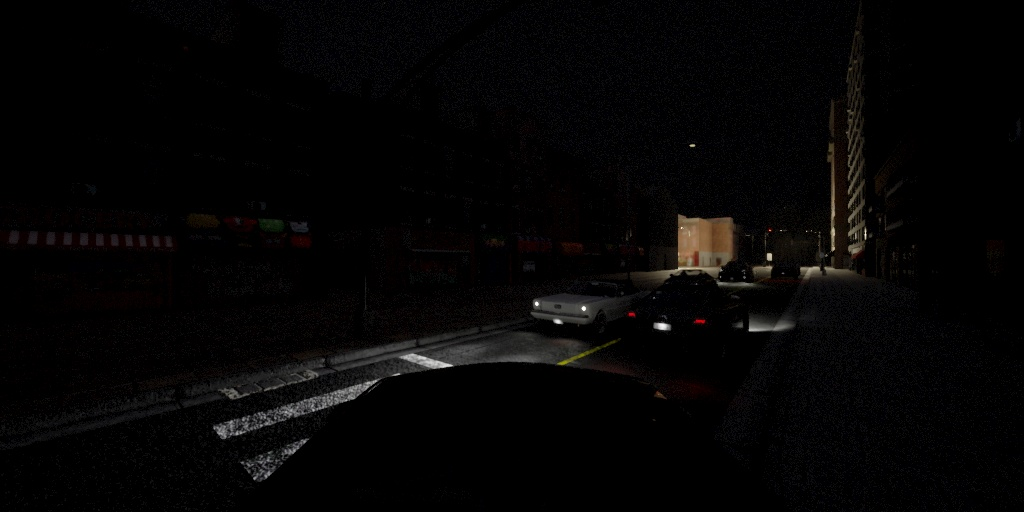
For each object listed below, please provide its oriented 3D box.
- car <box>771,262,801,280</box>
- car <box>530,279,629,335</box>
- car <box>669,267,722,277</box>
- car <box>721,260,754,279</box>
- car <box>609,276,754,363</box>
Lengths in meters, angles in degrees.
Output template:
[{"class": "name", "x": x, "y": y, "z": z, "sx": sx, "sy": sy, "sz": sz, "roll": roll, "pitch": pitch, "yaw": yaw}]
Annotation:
[{"class": "car", "x": 25.896, "y": 1.409, "z": 34.038, "sx": 1.882, "sy": 1.535, "sz": 5.008, "roll": 0, "pitch": -1, "yaw": 40}, {"class": "car", "x": 2.610, "y": 1.399, "z": 11.000, "sx": 1.895, "sy": 1.301, "sz": 4.718, "roll": 0, "pitch": 0, "yaw": 40}, {"class": "car", "x": 9.532, "y": 1.408, "z": 19.194, "sx": 1.994, "sy": 1.385, "sz": 4.181, "roll": 0, "pitch": 0, "yaw": 40}, {"class": "car", "x": 19.089, "y": 1.262, "z": 30.462, "sx": 2.097, "sy": 1.767, "sz": 4.553, "roll": 0, "pitch": 0, "yaw": 41}, {"class": "car", "x": 4.206, "y": 1.344, "z": 8.473, "sx": 1.994, "sy": 1.385, "sz": 4.181, "roll": 0, "pitch": 0, "yaw": 40}]
